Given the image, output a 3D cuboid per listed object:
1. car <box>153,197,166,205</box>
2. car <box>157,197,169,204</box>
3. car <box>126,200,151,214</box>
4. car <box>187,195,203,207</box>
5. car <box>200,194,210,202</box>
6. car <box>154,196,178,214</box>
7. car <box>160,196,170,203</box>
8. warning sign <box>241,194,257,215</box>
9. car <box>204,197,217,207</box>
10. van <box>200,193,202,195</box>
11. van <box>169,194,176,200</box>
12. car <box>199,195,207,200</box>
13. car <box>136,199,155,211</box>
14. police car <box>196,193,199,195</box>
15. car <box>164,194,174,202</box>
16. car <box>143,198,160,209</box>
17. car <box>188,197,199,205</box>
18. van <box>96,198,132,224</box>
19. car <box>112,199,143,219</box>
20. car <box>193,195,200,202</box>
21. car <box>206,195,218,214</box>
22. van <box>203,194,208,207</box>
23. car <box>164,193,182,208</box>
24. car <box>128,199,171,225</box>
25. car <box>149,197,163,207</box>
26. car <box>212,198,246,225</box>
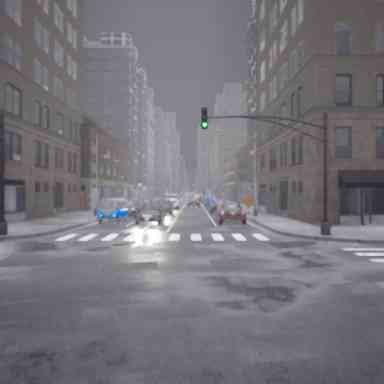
[{"bbox_3d":[-5.636,1.609,58.476,1.947,1.339,4.313,0,0,0],"label":"car"},{"bbox_3d":[-5.618,1.591,64.143,1.887,1.381,4.507,0,0,0],"label":"car"},{"bbox_3d":[-5.710,1.594,35.803,1.947,1.339,4.313,0,0,0],"label":"car"},{"bbox_3d":[0.298,1.564,50.583,1.812,1.442,4.674,0,0,1],"label":"car"},{"bbox_3d":[2.944,1.365,75.464,2.192,1.841,5.009,0,0,0],"label":"car"},{"bbox_3d":[-2.953,1.519,34.852,2.128,1.511,4.902,0,0,0],"label":"car"},{"bbox_3d":[-5.600,1.573,69.642,1.752,1.417,4.829,0,0,0],"label":"car"},{"bbox_3d":[5.200,1.138,30.427,1.300,1.860,1.060,0,0,0],"label":"warning sign"},{"bbox_3d":[2.871,1.565,52.956,1.752,1.417,4.829,0,0,0],"label":"car"},{"bbox_3d":[2.907,1.387,64.125,1.690,1.788,3.998,0,0,0],"label":"van"},{"bbox_3d":[-5.527,1.397,92.485,1.690,1.788,3.998,0,0,0],"label":"van"},{"bbox_3d":[2.999,1.607,92.471,2.008,1.369,4.403,0,0,0],"label":"car"},{"bbox_3d":[-5.692,1.615,41.471,1.802,1.307,4.206,0,0,0],"label":"car"},{"bbox_3d":[1.057,1.473,70.537,1.930,1.638,5.238,0,0,-1],"label":"police car"},{"bbox_3d":[-5.563,1.367,81.149,2.192,1.841,5.009,0,0,0],"label":"car"},{"bbox_3d":[-5.673,1.603,47.139,1.947,1.339,4.313,0,0,0],"label":"car"},{"bbox_3d":[0.287,1.645,60.828,1.895,1.301,4.718,0,0,1],"label":"car"},{"bbox_3d":[-5.747,1.359,24.466,1.690,1.788,3.998,0,0,0],"label":"van"},{"bbox_3d":[-5.728,1.463,30.134,1.967,1.590,4.097,0,0,0],"label":"car"},{"bbox_3d":[1.080,1.508,80.631,1.801,1.575,5.366,0,0,0],"label":"car"},{"bbox_3d":[2.816,1.468,35.779,1.967,1.590,4.097,0,0,0],"label":"car"},{"bbox_3d":[2.852,1.377,47.117,1.690,1.788,3.998,0,0,0],"label":"van"},{"bbox_3d":[-2.906,1.257,45.582,2.150,2.045,5.566,0,0,0],"label":"car"},{"bbox_3d":[-2.991,1.510,24.607,2.128,1.511,4.902,0,0,0],"label":"car"},{"bbox_3d":[-5.655,1.565,52.637,1.752,1.417,4.829,0,0,0],"label":"car"},{"bbox_3d":[2.779,1.458,24.441,1.967,1.590,4.097,0,0,0],"label":"car"}]
